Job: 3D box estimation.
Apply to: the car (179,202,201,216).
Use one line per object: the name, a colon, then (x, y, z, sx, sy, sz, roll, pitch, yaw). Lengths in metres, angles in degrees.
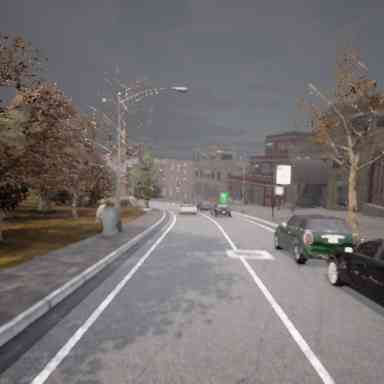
car: (-0.520, 2.013, 38.890, 1.895, 1.301, 4.718, 1, -1, -6)

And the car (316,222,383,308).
car: (4.564, 1.691, 7.063, 1.882, 1.535, 5.008, 2, -1, 1)

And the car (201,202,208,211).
car: (1.745, 2.113, 49.488, 1.994, 1.385, 4.181, 1, 0, -11)

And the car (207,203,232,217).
car: (3.214, 2.001, 37.838, 1.812, 1.442, 4.674, 1, 0, -5)

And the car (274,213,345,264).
car: (4.670, 1.629, 13.059, 2.097, 1.767, 4.553, 2, -1, 1)
